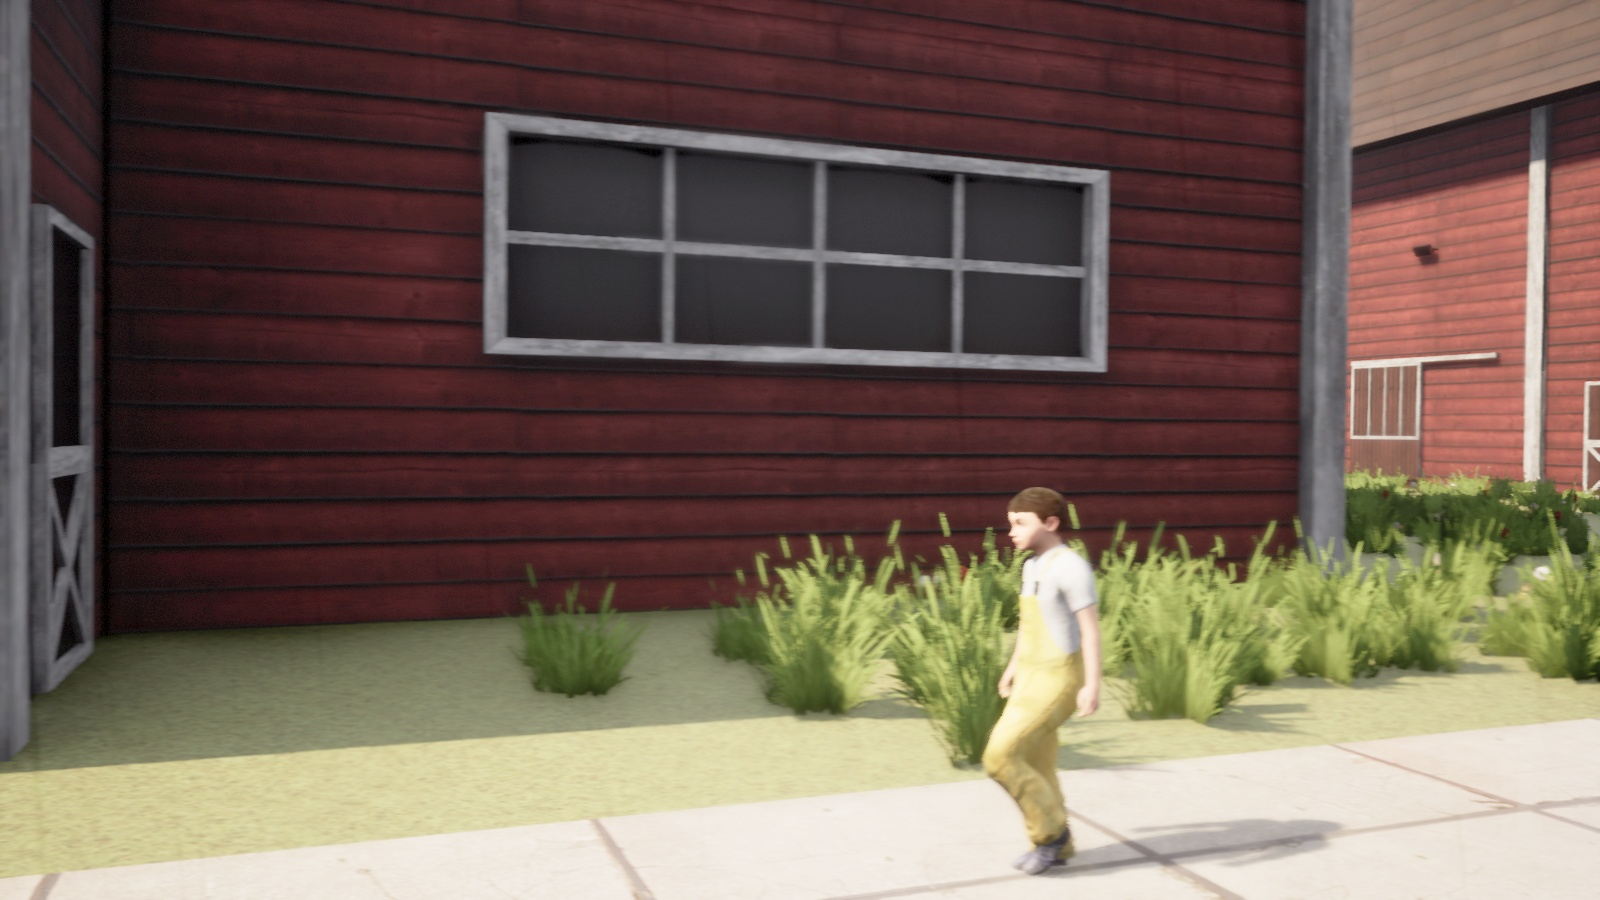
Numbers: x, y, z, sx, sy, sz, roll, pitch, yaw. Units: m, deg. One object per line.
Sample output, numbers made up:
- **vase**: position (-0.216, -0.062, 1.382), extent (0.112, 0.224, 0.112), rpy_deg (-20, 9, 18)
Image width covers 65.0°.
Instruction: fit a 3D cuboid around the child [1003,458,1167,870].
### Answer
- **child**: position (0.910, 0.665, 4.042), extent (0.437, 1.263, 0.270), rpy_deg (-1, 1, -9)
